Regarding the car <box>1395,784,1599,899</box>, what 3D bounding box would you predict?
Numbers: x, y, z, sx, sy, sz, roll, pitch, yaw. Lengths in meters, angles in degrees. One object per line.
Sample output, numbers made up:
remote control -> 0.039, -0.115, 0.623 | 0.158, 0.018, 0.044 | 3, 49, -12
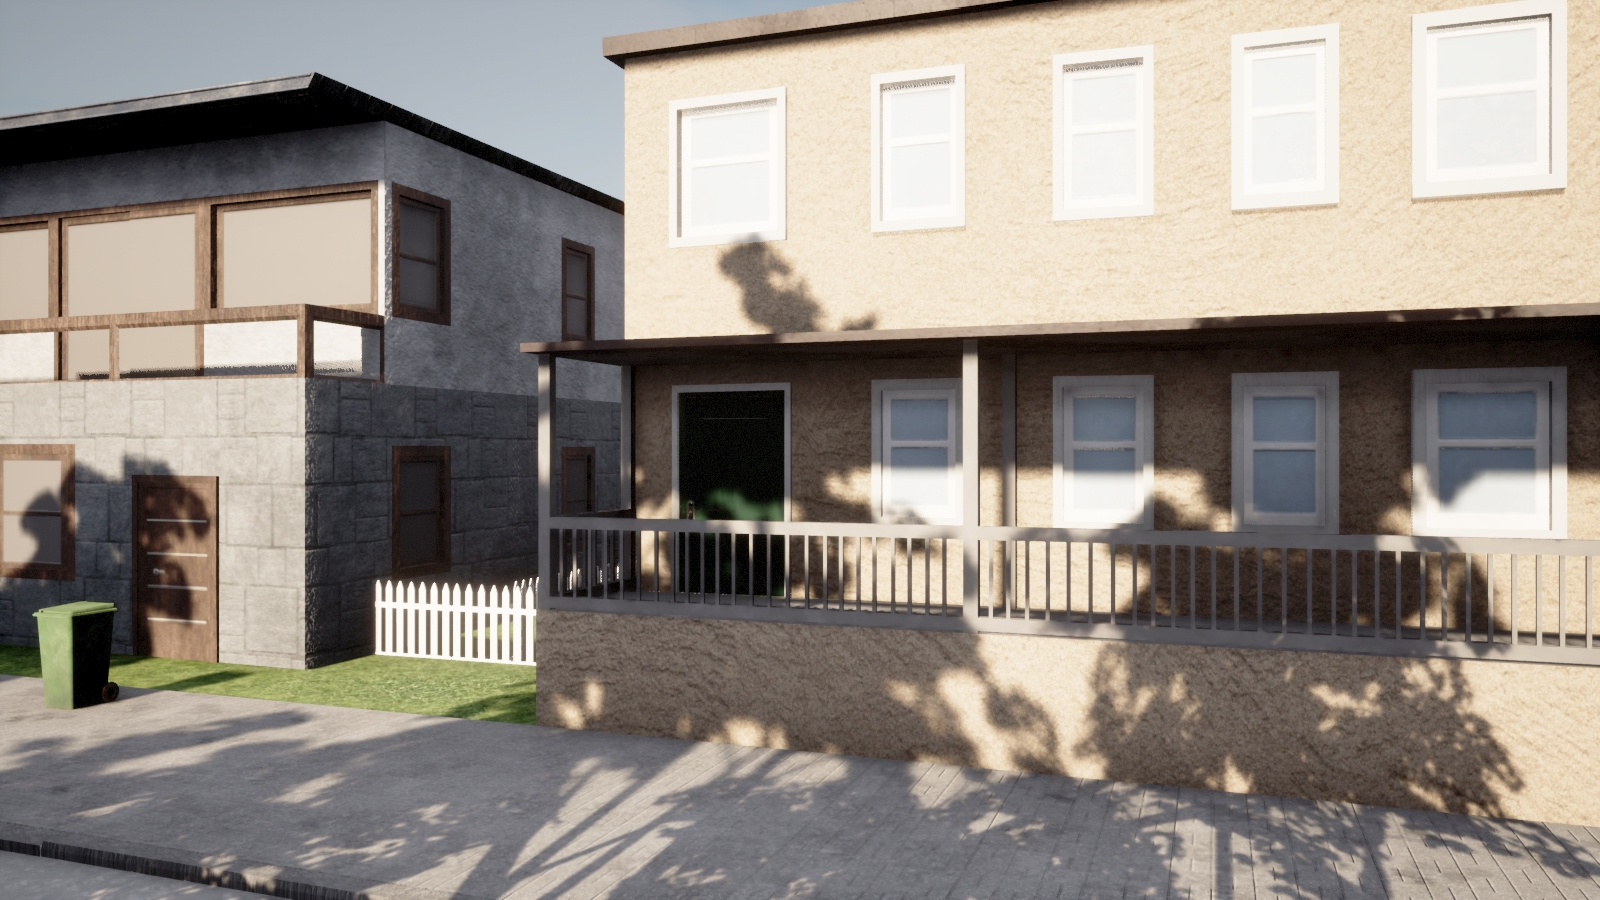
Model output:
car -> 3.766, 1.898, 2.463 | 4.181, 1.385, 1.994 | 0, 0, 20

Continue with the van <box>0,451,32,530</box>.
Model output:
van -> -27.753, 1.329, 35.973 | 1.988, 2.561, 5.915 | 0, 0, 20
